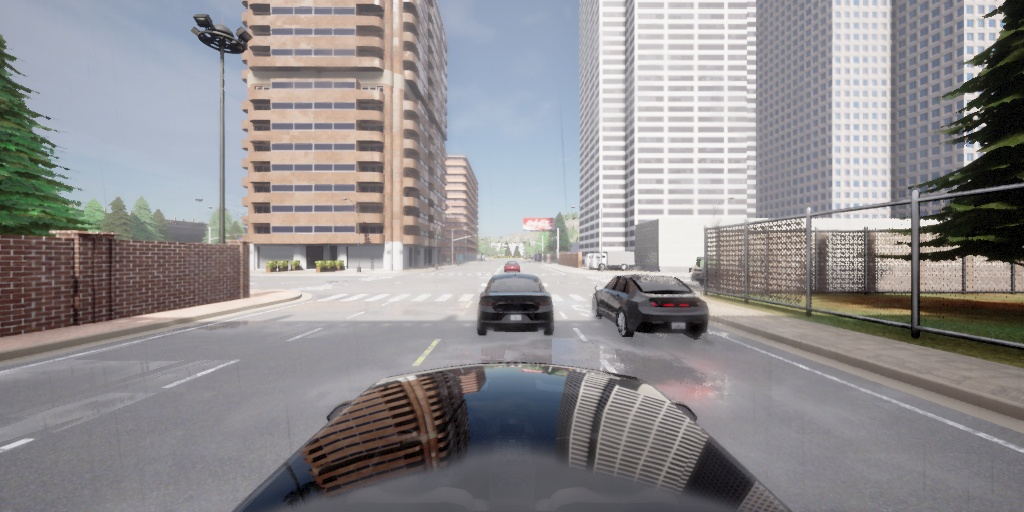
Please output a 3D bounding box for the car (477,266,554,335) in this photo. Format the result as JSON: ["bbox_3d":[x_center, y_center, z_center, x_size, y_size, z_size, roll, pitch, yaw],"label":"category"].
[{"bbox_3d":[0.084,1.228,10.489,1.882,1.535,5.008,0,0,0],"label":"car"}]

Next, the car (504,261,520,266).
[{"bbox_3d":[0.015,1.314,44.849,1.994,1.385,4.181,0,0,-1],"label":"car"}]

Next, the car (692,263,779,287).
[{"bbox_3d":[13.639,1.185,21.959,4.902,1.511,2.128,0,0,0],"label":"car"}]

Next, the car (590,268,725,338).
[{"bbox_3d":[3.599,1.255,10.128,1.837,1.490,4.892,0,0,0],"label":"car"}]
